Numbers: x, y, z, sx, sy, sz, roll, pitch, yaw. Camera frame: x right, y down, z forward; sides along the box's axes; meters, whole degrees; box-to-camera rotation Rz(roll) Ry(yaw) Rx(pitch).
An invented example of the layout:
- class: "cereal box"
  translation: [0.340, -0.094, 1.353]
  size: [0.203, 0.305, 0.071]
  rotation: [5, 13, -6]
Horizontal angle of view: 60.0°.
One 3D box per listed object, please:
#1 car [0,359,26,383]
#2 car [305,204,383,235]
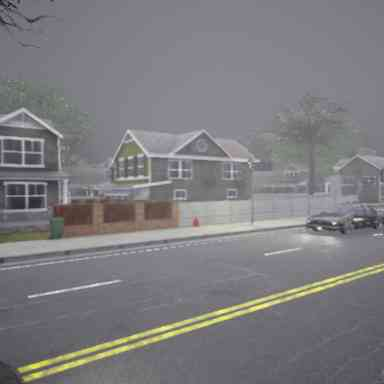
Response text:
- class: "car"
  translation: [-3.181, 1.530, 1.169]
  size: [4.892, 1.490, 1.837]
  rotation: [0, 0, -36]
- class: "car"
  translation: [8.305, 1.331, 17.577]
  size: [5.357, 1.411, 2.033]
  rotation: [-1, 0, -35]
